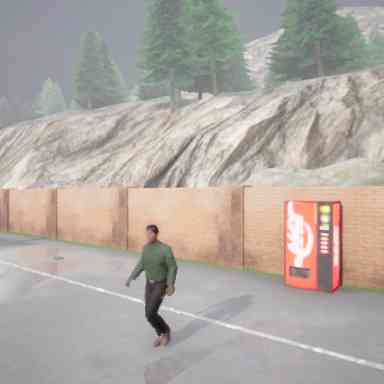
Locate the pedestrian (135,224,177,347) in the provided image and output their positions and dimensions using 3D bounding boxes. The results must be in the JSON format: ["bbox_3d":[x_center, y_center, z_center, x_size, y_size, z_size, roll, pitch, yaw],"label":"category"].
[{"bbox_3d":[-0.517,1.293,4.777,0.375,1.860,0.375,0,0,37],"label":"pedestrian"}]

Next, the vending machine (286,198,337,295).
[{"bbox_3d":[2.878,1.194,7.955,0.880,2.100,1.100,0,0,36],"label":"vending machine"}]
